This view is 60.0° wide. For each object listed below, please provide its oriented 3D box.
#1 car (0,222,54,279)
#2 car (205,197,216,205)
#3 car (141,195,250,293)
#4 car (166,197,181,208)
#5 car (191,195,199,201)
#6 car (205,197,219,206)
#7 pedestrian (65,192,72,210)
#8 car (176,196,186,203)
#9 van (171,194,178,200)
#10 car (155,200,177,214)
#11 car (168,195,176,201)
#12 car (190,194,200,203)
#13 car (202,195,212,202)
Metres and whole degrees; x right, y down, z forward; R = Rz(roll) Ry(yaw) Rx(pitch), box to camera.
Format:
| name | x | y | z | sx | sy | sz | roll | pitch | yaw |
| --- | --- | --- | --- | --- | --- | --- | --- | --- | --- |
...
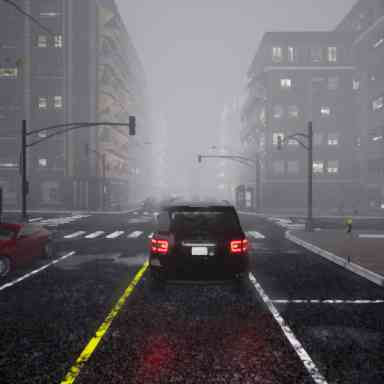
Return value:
| name | x | y | z | sx | sy | sz | roll | pitch | yaw |
| --- | --- | --- | --- | --- | --- | --- | --- | --- | --- |
| car | -5.609 | 1.581 | 9.952 | 1.802 | 1.307 | 4.206 | 0 | 0 | 1 |
| car | 3.242 | 1.543 | 59.190 | 1.887 | 1.381 | 4.507 | 0 | 0 | 1 |
| car | 0.169 | 1.221 | 9.035 | 2.150 | 2.045 | 5.566 | 0 | 0 | 1 |
| car | -2.644 | 1.523 | 48.299 | 1.812 | 1.442 | 4.674 | 0 | 0 | 1 |
| car | 0.781 | 1.477 | 82.636 | 1.882 | 1.535 | 5.008 | 0 | 0 | 1 |
| car | 3.188 | 1.549 | 53.552 | 2.008 | 1.369 | 4.403 | 0 | 0 | 1 |
| pedestrian | -12.405 | 0.902 | 33.421 | 0.375 | 1.860 | 0.375 | 0 | -1 | 0 |
| car | -2.333 | 1.523 | 71.002 | 1.812 | 1.442 | 4.674 | 0 | 0 | 1 |
| van | -4.815 | 1.340 | 93.108 | 1.690 | 1.788 | 3.998 | 0 | 0 | 1 |
| car | -2.764 | 1.562 | 36.199 | 1.994 | 1.385 | 4.181 | 0 | 0 | 1 |
| car | -4.924 | 1.525 | 81.660 | 1.752 | 1.417 | 4.829 | 0 | 0 | 1 |
| car | 0.702 | 1.354 | 72.859 | 2.097 | 1.767 | 4.553 | 0 | 0 | 1 |
| car | 3.403 | 1.439 | 76.106 | 1.967 | 1.590 | 4.097 | 0 | 0 | 1 |
